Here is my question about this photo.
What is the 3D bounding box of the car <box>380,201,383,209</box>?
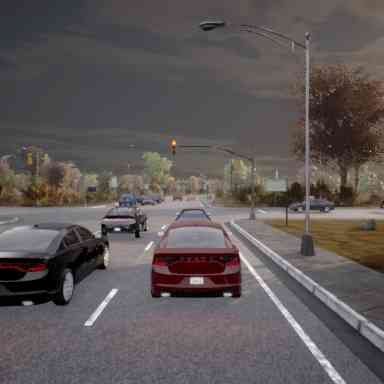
[{"bbox_3d":[23.784,1.211,36.426,5.566,2.045,2.150,0,0,2],"label":"car"}]

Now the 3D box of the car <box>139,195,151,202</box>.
[{"bbox_3d":[-10.679,1.500,75.869,1.837,1.490,4.892,0,0,0],"label":"car"}]

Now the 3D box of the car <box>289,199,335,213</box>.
[{"bbox_3d":[13.295,1.505,36.965,4.892,1.490,1.837,0,0,3],"label":"car"}]

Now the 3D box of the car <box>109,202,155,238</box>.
[{"bbox_3d":[-3.432,1.491,17.592,2.128,1.511,4.902,0,0,-1],"label":"car"}]

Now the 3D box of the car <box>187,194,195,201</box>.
[{"bbox_3d":[-0.198,1.348,85.774,2.097,1.767,4.553,0,0,0],"label":"car"}]

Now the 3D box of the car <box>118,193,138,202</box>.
[{"bbox_3d":[-10.681,1.221,55.821,2.150,2.045,5.566,0,0,2],"label":"car"}]

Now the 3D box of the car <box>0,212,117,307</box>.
[{"bbox_3d":[-3.416,1.478,8.106,1.882,1.535,5.008,0,0,0],"label":"car"}]

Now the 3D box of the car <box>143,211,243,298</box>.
[{"bbox_3d":[0.082,1.478,8.580,1.882,1.535,5.008,0,0,0],"label":"car"}]

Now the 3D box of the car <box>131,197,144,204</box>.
[{"bbox_3d":[-10.681,1.601,65.588,1.895,1.301,4.718,0,0,0],"label":"car"}]

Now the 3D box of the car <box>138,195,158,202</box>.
[{"bbox_3d":[-7.219,1.564,55.402,1.994,1.385,4.181,0,0,-1],"label":"car"}]

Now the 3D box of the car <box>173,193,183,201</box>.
[{"bbox_3d":[-3.697,1.217,85.409,2.150,2.045,5.566,0,0,0],"label":"car"}]

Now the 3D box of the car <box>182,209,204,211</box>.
[{"bbox_3d":[0.062,1.564,17.569,1.994,1.385,4.181,0,0,0],"label":"car"}]

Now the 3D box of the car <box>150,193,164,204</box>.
[{"bbox_3d":[-7.192,1.221,64.515,2.150,2.045,5.566,0,0,1],"label":"car"}]
